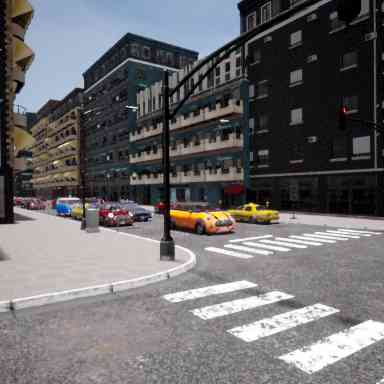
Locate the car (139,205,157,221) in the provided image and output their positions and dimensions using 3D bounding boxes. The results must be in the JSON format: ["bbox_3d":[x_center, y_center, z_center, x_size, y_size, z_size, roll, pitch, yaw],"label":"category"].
[{"bbox_3d":[-5.316,1.629,27.769,2.033,1.411,5.357,-1,0,-35],"label":"car"}]

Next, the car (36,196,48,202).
[{"bbox_3d":[-37.522,1.728,82.901,1.887,1.381,4.507,-1,1,-35],"label":"car"}]

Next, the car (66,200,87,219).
[{"bbox_3d":[-8.899,1.652,28.333,1.752,1.417,4.829,-1,1,-35],"label":"car"}]

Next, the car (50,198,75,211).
[{"bbox_3d":[-17.598,1.615,45.084,1.882,1.535,5.008,-1,0,-35],"label":"car"}]

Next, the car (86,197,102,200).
[{"bbox_3d":[-10.989,1.459,35.732,2.097,1.767,4.553,-1,0,-35],"label":"car"}]

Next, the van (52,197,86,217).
[{"bbox_3d":[-12.214,1.483,32.975,1.690,1.788,3.998,-1,1,-35],"label":"van"}]

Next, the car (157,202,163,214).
[{"bbox_3d":[-2.177,1.441,33.335,1.967,1.590,4.097,-1,1,-35],"label":"car"}]

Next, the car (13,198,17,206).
[{"bbox_3d":[-31.491,1.782,60.013,1.887,1.381,4.507,-1,1,-35],"label":"car"}]

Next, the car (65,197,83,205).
[{"bbox_3d":[-21.455,1.645,60.372,2.008,1.369,4.403,-1,1,-35],"label":"car"}]

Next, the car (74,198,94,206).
[{"bbox_3d":[-18.242,1.644,55.865,1.947,1.339,4.313,-1,1,-35],"label":"car"}]

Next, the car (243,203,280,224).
[{"bbox_3d":[4.152,1.498,24.463,1.752,1.417,4.829,-1,1,-35],"label":"car"}]

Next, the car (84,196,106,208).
[{"bbox_3d":[-15.030,1.502,51.358,1.967,1.590,4.097,-1,1,-35],"label":"car"}]

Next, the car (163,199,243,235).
[{"bbox_3d":[0.490,1.407,19.560,2.097,1.767,4.553,-1,1,-34],"label":"car"}]

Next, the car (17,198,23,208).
[{"bbox_3d":[-25.064,1.770,51.001,1.947,1.339,4.313,-1,1,-35],"label":"car"}]

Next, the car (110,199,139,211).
[{"bbox_3d":[-8.602,1.581,42.348,2.008,1.369,4.403,-1,1,-35],"label":"car"}]

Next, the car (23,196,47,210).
[{"bbox_3d":[-21.853,1.628,46.494,1.967,1.590,4.097,-1,1,-35],"label":"car"}]

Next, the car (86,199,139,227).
[{"bbox_3d":[-5.786,1.553,23.966,1.967,1.590,4.097,-1,1,-35],"label":"car"}]
